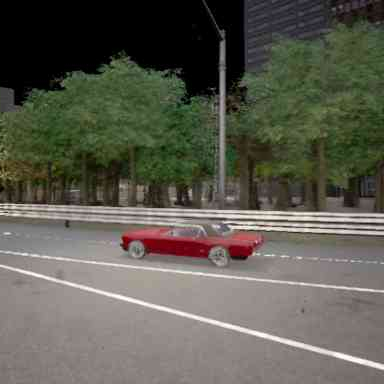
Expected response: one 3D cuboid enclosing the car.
[{"bbox_3d":[-0.086,1.620,11.253,4.718,1.301,1.895,0,0,23],"label":"car"}]
